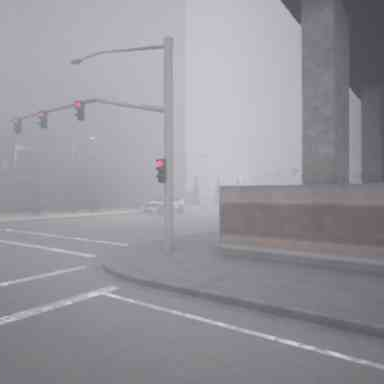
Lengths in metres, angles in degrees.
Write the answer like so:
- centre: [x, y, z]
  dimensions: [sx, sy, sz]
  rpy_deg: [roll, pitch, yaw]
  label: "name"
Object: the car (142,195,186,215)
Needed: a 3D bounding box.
- centre: [-2.961, 1.352, 36.204]
  dimensions: [2.150, 2.045, 5.566]
  rpy_deg: [0, 0, 36]
  label: "car"
